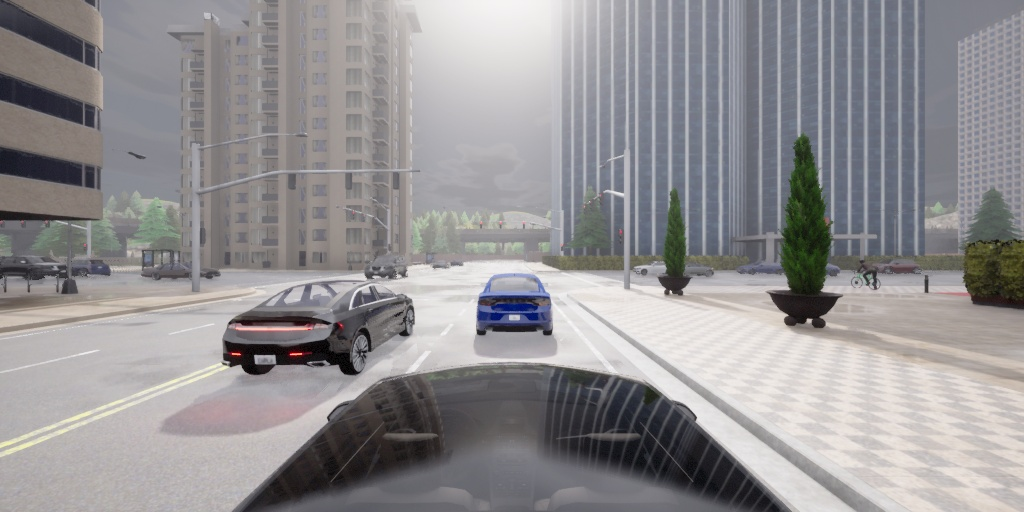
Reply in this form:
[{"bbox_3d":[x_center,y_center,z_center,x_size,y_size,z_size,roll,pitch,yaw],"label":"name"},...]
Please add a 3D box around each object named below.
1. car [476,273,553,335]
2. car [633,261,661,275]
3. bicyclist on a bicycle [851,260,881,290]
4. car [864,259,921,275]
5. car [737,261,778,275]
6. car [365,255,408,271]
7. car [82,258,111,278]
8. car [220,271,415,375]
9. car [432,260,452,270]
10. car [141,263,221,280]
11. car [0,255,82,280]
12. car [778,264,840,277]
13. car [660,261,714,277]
[{"bbox_3d":[0.071,1.228,10.493,1.882,1.535,5.008,0,0,0],"label":"car"},{"bbox_3d":[15.190,1.276,37.863,4.674,1.442,1.812,0,0,-1],"label":"car"},{"bbox_3d":[19.632,1.051,19.926,0.582,1.620,1.656,0,0,-1],"label":"bicyclist on a bicycle"},{"bbox_3d":[40.315,1.102,38.098,4.553,1.767,2.097,0,0,0],"label":"car"},{"bbox_3d":[26.382,1.276,37.972,4.674,1.442,1.812,0,0,0],"label":"car"},{"bbox_3d":[-10.617,0.971,30.756,2.150,2.045,5.566,0,0,0],"label":"car"},{"bbox_3d":[-40.936,1.101,33.753,4.553,1.767,2.097,0,0,-1],"label":"car"},{"bbox_3d":[-3.446,1.242,7.455,2.128,1.511,4.902,0,0,0],"label":"car"},{"bbox_3d":[-10.623,1.314,53.491,1.994,1.385,4.181,0,0,0],"label":"car"},{"bbox_3d":[-27.823,1.297,30.204,5.357,1.411,2.033,0,0,-1],"label":"car"},{"bbox_3d":[-40.350,0.973,30.100,5.566,2.045,2.150,0,0,0],"label":"car"},{"bbox_3d":[28.814,1.276,34.495,4.674,1.442,1.812,0,0,0],"label":"car"},{"bbox_3d":[16.993,1.314,34.382,4.181,1.385,1.994,0,0,-1],"label":"car"}]
